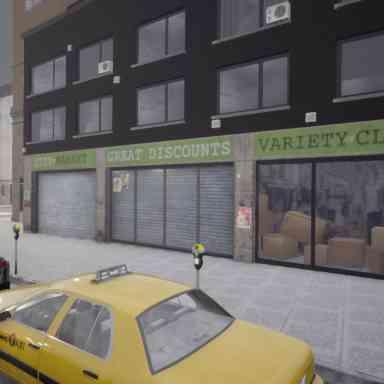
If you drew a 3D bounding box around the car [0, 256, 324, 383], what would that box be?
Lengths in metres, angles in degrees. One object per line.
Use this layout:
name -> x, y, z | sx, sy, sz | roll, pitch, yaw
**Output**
car -> -1.100, 1.525, 3.862 | 4.829, 1.417, 1.752 | 0, 1, 35
